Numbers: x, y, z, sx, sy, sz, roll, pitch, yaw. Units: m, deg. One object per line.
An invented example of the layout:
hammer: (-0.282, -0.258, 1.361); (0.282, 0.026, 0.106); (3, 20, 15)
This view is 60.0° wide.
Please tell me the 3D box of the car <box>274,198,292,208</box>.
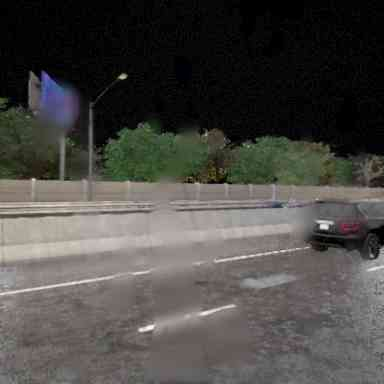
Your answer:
car: (10.870, 1.351, 33.113); (4.902, 1.511, 2.128); (0, 0, -35)

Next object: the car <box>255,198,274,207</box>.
car: (8.839, 1.247, 35.963); (4.674, 1.442, 1.812); (0, 0, -35)

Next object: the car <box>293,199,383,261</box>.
car: (6.648, 1.269, 12.784); (5.566, 2.045, 2.150); (0, 0, -35)

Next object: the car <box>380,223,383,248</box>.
car: (7.149, 1.564, 8.859); (4.674, 1.442, 1.812); (0, 0, -36)
